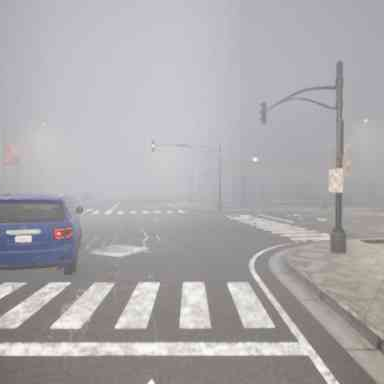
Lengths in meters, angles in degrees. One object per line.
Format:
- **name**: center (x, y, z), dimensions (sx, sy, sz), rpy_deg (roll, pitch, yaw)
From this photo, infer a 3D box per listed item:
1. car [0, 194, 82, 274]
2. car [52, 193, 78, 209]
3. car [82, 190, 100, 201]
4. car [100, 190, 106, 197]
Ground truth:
- **car**: center (-4.471, 1.055, 9.758), dimensions (2.150, 2.045, 5.566), rpy_deg (0, 1, -18)
- **car**: center (-13.360, 0.939, 35.294), dimensions (1.812, 1.442, 4.674), rpy_deg (0, 2, -11)
- **car**: center (-16.110, 0.624, 51.951), dimensions (1.882, 1.535, 5.008), rpy_deg (0, 1, -9)
- **car**: center (-18.670, 0.326, 67.652), dimensions (1.994, 1.385, 4.181), rpy_deg (0, 1, -9)
